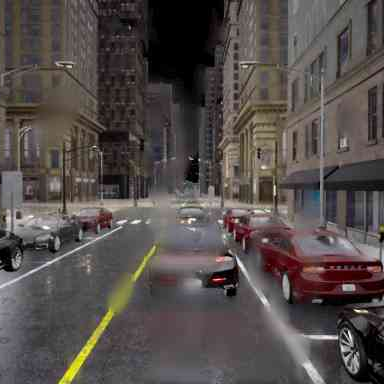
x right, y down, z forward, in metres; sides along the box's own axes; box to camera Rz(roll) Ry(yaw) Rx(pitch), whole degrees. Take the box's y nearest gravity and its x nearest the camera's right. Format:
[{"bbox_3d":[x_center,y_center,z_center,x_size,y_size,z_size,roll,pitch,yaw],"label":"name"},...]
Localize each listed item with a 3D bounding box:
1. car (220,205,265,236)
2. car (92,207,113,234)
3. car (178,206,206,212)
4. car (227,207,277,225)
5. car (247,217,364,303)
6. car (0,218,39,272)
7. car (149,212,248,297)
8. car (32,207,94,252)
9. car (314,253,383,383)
[{"bbox_3d":[2.746,1.542,19.077,1.887,1.381,4.507,-1,0,0],"label":"car"},{"bbox_3d":[-5.779,1.542,19.073,1.887,1.381,4.507,-1,0,0],"label":"car"},{"bbox_3d":[-0.006,1.502,17.698,1.837,1.490,4.892,0,0,0],"label":"car"},{"bbox_3d":[2.748,1.543,13.571,1.887,1.381,4.507,-1,0,0],"label":"car"},{"bbox_3d":[2.751,1.543,8.066,1.887,1.381,4.507,-1,0,0],"label":"car"},{"bbox_3d":[-5.774,1.564,8.062,1.947,1.339,4.313,-1,0,0],"label":"car"},{"bbox_3d":[0.051,1.490,8.594,2.128,1.511,4.902,0,0,0],"label":"car"},{"bbox_3d":[-5.777,1.549,13.567,2.008,1.369,4.403,-1,0,0],"label":"car"},{"bbox_3d":[2.754,1.565,2.561,1.947,1.339,4.313,-1,0,0],"label":"car"}]
